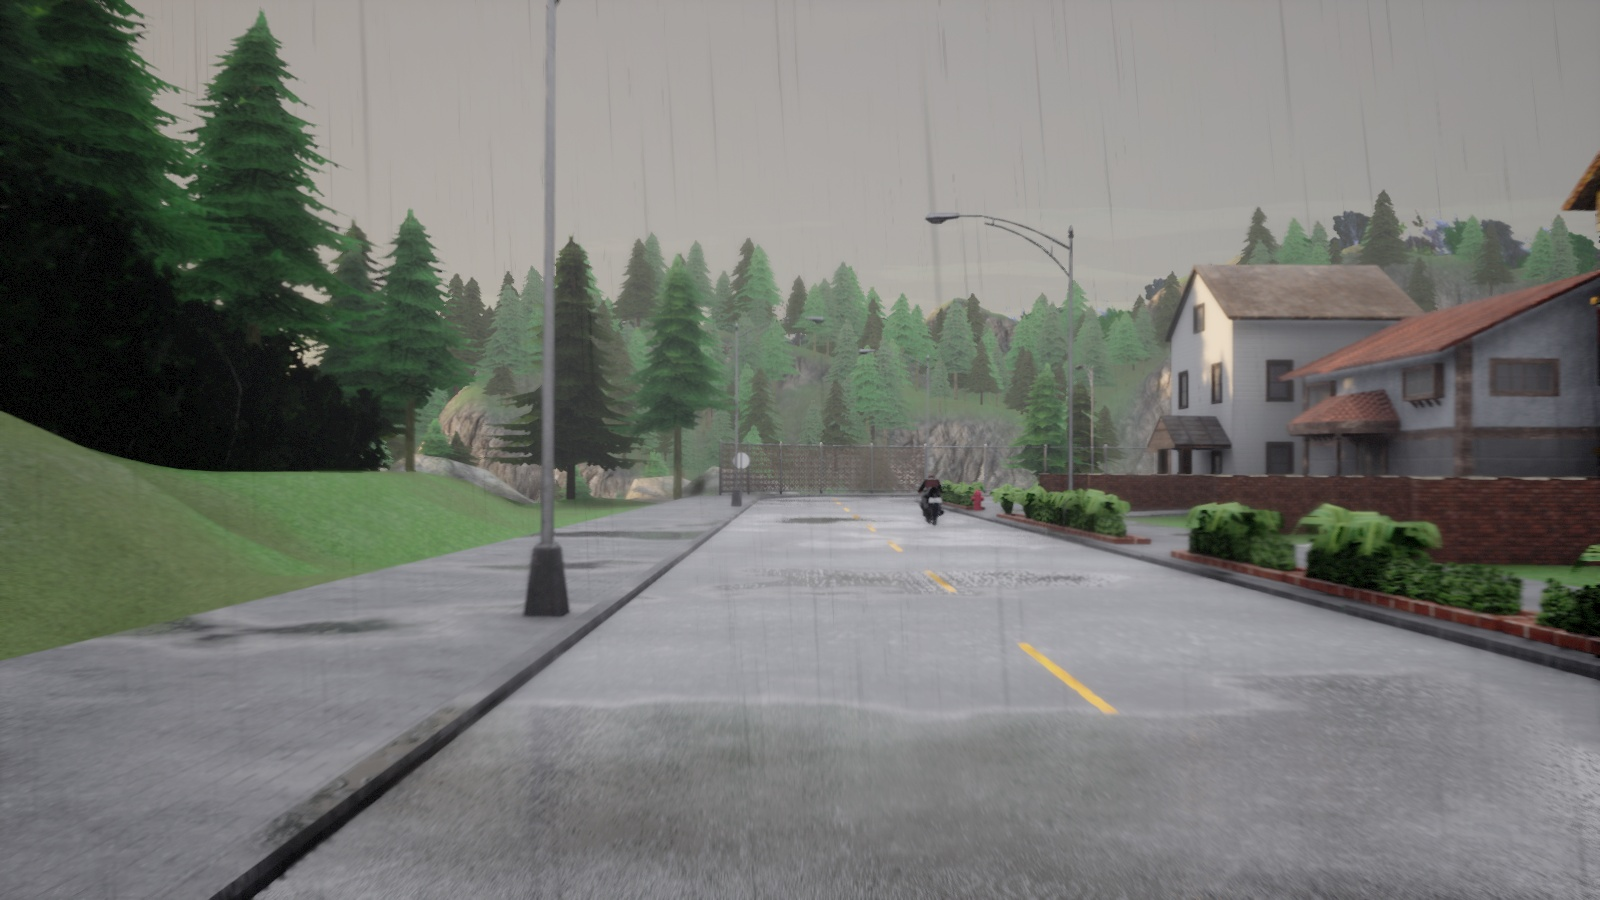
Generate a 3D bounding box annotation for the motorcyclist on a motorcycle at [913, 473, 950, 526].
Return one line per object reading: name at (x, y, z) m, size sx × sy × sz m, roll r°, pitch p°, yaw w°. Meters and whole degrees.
motorcyclist on a motorcycle at (3.909, 1.458, 37.549) m, size 0.866 × 1.530 × 2.191 m, roll 0°, pitch -1°, yaw 0°
